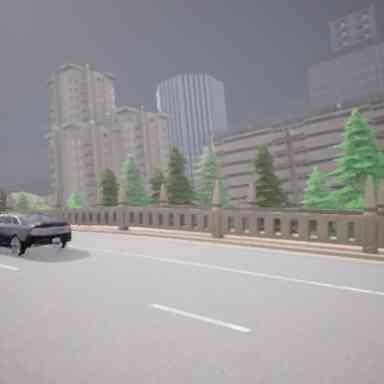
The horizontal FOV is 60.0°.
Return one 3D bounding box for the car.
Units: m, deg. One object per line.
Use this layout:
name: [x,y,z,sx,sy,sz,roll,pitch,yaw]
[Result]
car: [-6.751,1.529,13.109,4.902,1.511,2.128,-1,-1,35]
